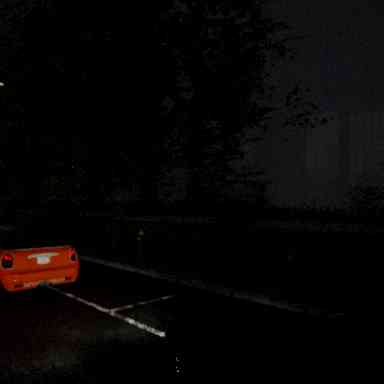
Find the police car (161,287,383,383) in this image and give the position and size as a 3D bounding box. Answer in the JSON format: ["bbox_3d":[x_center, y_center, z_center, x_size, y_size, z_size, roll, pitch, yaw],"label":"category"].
[{"bbox_3d":[1.899,1.599,2.563,5.238,1.638,1.930,-1,-4,41],"label":"police car"}]

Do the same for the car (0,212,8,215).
[{"bbox_3d":[-11.205,1.922,17.614,5.009,1.841,2.192,-1,-4,42],"label":"car"}]

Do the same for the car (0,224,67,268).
[{"bbox_3d":[-7.116,2.101,13.831,4.206,1.307,1.802,-1,-4,43],"label":"car"}]

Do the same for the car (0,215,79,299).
[{"bbox_3d":[-5.151,1.711,9.552,4.553,1.767,2.097,-1,-4,43],"label":"car"}]
